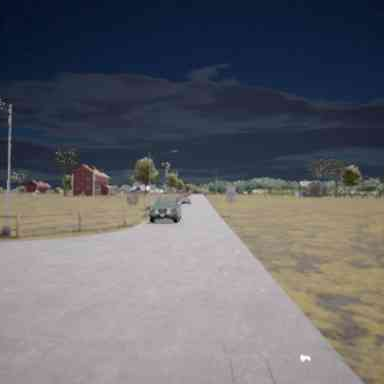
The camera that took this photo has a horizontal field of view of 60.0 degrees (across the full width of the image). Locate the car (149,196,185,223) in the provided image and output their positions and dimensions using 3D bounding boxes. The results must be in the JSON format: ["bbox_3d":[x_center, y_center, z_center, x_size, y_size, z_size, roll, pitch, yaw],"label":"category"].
[{"bbox_3d":[-2.054,1.379,27.218,2.150,2.045,5.566,0,0,3],"label":"car"}]

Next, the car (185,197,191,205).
[{"bbox_3d":[-1.191,1.676,61.020,1.994,1.385,4.181,0,0,1],"label":"car"}]
